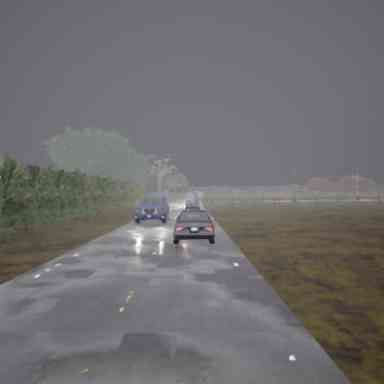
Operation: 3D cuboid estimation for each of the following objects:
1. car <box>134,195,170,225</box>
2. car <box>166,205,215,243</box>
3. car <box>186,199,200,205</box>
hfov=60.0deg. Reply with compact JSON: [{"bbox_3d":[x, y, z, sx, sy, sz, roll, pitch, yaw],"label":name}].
[{"bbox_3d":[-2.865,1.255,25.003,2.150,2.045,5.566,0,0,0],"label":"car"},{"bbox_3d":[0.092,1.559,15.984,2.033,1.411,5.357,0,0,0],"label":"car"},{"bbox_3d":[0.075,1.652,42.573,2.033,1.411,5.357,0,0,0],"label":"car"}]
